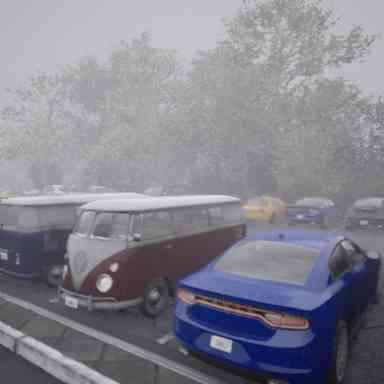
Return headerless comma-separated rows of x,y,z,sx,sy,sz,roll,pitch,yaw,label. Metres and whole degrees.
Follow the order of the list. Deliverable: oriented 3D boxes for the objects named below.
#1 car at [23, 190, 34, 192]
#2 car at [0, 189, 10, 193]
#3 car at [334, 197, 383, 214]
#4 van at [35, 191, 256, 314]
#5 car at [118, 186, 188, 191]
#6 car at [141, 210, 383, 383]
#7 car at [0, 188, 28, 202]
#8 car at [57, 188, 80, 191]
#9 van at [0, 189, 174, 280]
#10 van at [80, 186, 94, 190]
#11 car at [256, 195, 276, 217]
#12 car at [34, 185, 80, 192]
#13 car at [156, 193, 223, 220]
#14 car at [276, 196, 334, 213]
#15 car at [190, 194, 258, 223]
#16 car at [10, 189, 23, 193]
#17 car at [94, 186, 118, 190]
-13.481,0.598,32.800,2.163,1.488,4.792,1,2,36,car
-20.281,0.415,37.606,1.946,1.575,5.366,1,2,36,car
8.897,1.011,16.371,2.231,1.521,4.892,1,2,36,car
-0.571,1.086,6.959,1.878,1.987,4.442,1,2,36,van
-2.301,0.570,24.571,2.435,2.045,5.566,1,2,36,car
1.758,1.340,5.391,2.097,1.535,5.008,1,2,36,car
-22.405,0.363,39.404,2.231,1.521,4.892,1,2,36,car
-8.882,0.663,29.684,1.946,1.575,5.366,1,2,36,car
-2.689,1.045,8.806,1.878,1.987,4.442,1,2,36,van
-6.688,0.494,27.978,1.878,1.987,4.442,1,2,36,van
4.536,0.936,19.815,1.946,1.575,5.366,1,2,36,car
-11.211,0.367,31.194,2.435,2.045,5.566,1,2,36,car
-0.031,0.894,22.982,2.163,1.488,4.792,1,2,36,car
6.660,0.978,18.017,2.097,1.535,5.008,1,2,36,car
2.176,0.939,21.286,2.163,1.488,4.792,1,2,36,car
-15.682,0.390,34.489,2.185,1.767,4.553,1,2,36,car
-4.504,0.522,26.262,2.435,2.045,5.566,1,2,36,car
